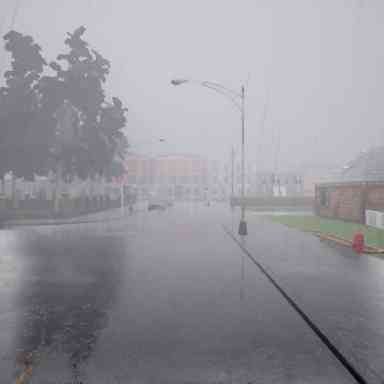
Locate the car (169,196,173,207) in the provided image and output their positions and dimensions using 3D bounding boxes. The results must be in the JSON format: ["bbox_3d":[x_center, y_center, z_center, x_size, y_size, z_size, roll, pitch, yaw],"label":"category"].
[{"bbox_3d":[-3.986,1.340,49.891,2.097,1.767,4.553,0,0,1],"label":"car"}]

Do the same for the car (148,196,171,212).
[{"bbox_3d":[-4.035,1.538,39.743,2.033,1.411,5.357,0,0,0],"label":"car"}]
